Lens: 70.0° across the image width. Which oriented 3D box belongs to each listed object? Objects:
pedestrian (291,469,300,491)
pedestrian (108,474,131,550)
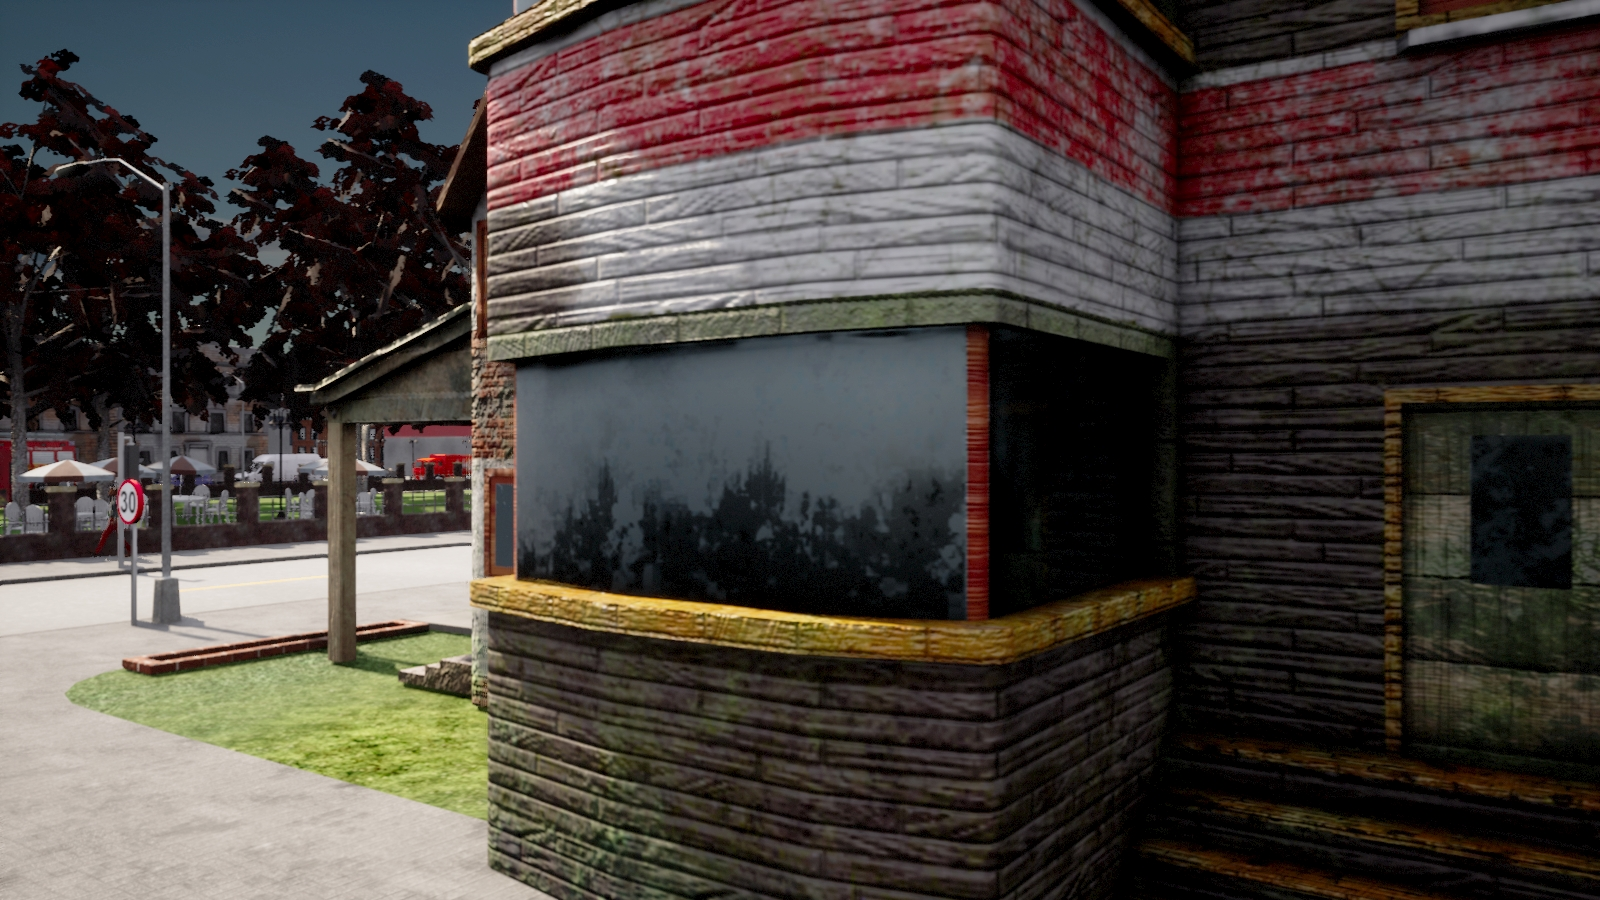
[{"bbox_3d":[-31.052,1.842,70.348,0.375,1.300,0.375,0,0,35],"label":"pedestrian"},{"bbox_3d":[-16.847,1.534,28.301,0.375,1.860,0.375,0,0,36],"label":"pedestrian"}]
